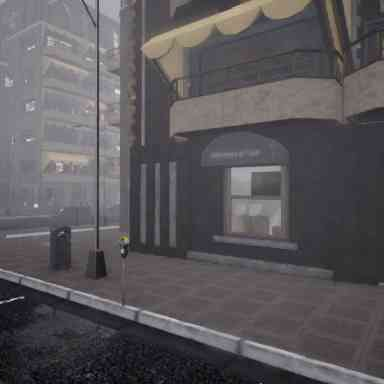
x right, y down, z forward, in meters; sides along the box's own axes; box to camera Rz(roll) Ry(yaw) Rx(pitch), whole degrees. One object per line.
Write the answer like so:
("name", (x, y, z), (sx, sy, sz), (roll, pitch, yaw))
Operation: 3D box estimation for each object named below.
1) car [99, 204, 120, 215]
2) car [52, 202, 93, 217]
("car", (-9.403, 2.063, 39.864), (1.802, 1.307, 4.206), (-1, -1, 35))
("car", (-12.685, 1.821, 35.240), (1.967, 1.590, 4.097), (-1, -1, 35))
